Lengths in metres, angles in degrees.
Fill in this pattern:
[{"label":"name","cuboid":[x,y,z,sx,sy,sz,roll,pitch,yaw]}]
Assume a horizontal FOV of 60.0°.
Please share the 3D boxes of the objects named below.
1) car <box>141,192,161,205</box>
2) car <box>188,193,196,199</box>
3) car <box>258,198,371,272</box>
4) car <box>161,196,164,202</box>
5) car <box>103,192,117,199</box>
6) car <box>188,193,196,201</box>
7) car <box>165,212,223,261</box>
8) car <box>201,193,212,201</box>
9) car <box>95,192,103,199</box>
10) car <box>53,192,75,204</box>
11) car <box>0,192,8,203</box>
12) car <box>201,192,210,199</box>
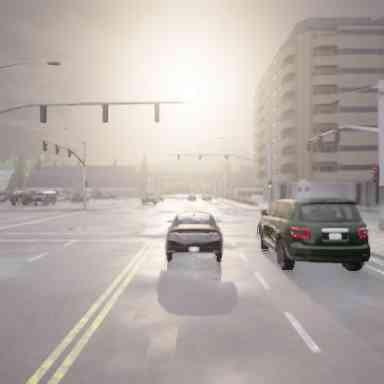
[{"label":"car","cuboid":[-7.059,1.066,55.588,2.150,2.045,5.566,0,0,0]},{"label":"car","cuboid":[-0.003,1.116,85.517,1.837,1.490,4.892,0,0,0]},{"label":"car","cuboid":[3.609,1.189,10.882,2.150,2.045,5.566,0,0,2]},{"label":"car","cuboid":[-7.003,1.394,71.087,1.895,1.301,4.718,0,0,0]},{"label":"car","cuboid":[-21.052,0.909,86.893,1.932,1.855,4.605,0,0,0]},{"label":"car","cuboid":[-0.003,1.262,76.284,1.882,1.535,5.008,0,0,0]},{"label":"car","cuboid":[0.077,1.457,12.170,2.128,1.511,4.902,0,0,0]},{"label":"car","cuboid":[3.497,1.306,76.540,1.812,1.442,4.674,0,0,0]},{"label":"car","cuboid":[-23.946,0.912,86.957,1.905,1.878,3.866,0,0,0]},{"label":"car","cuboid":[-26.713,1.201,69.500,1.970,1.475,3.806,0,0,0]},{"label":"car","cuboid":[-32.534,1.244,54.419,1.970,1.475,3.806,0,0,0]},{"label":"car","cuboid":[3.497,0.971,85.487,2.097,1.767,4.553,0,0,0]}]
